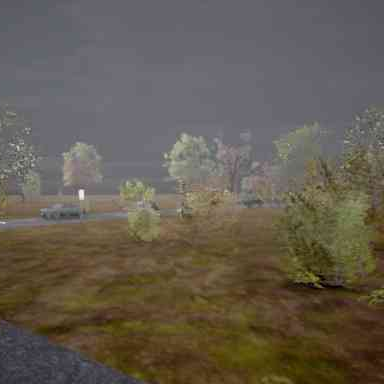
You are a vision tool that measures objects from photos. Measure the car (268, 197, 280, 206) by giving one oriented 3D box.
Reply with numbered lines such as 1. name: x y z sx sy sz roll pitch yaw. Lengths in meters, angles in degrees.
1. car: 15.907 1.691 61.210 2.128 1.511 4.902 0 0 42

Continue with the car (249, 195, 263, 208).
1. car: 9.278 1.418 53.469 2.150 2.045 5.566 0 0 40

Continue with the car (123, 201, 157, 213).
1. car: -6.063 1.735 39.494 1.812 1.442 4.674 0 0 38

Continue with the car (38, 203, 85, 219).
1. car: -12.207 1.769 31.299 1.994 1.385 4.181 0 0 37

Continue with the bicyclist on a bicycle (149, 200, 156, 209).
1. bicyclist on a bicycle: -3.878 1.621 31.955 1.656 1.620 0.582 -1 -1 37
